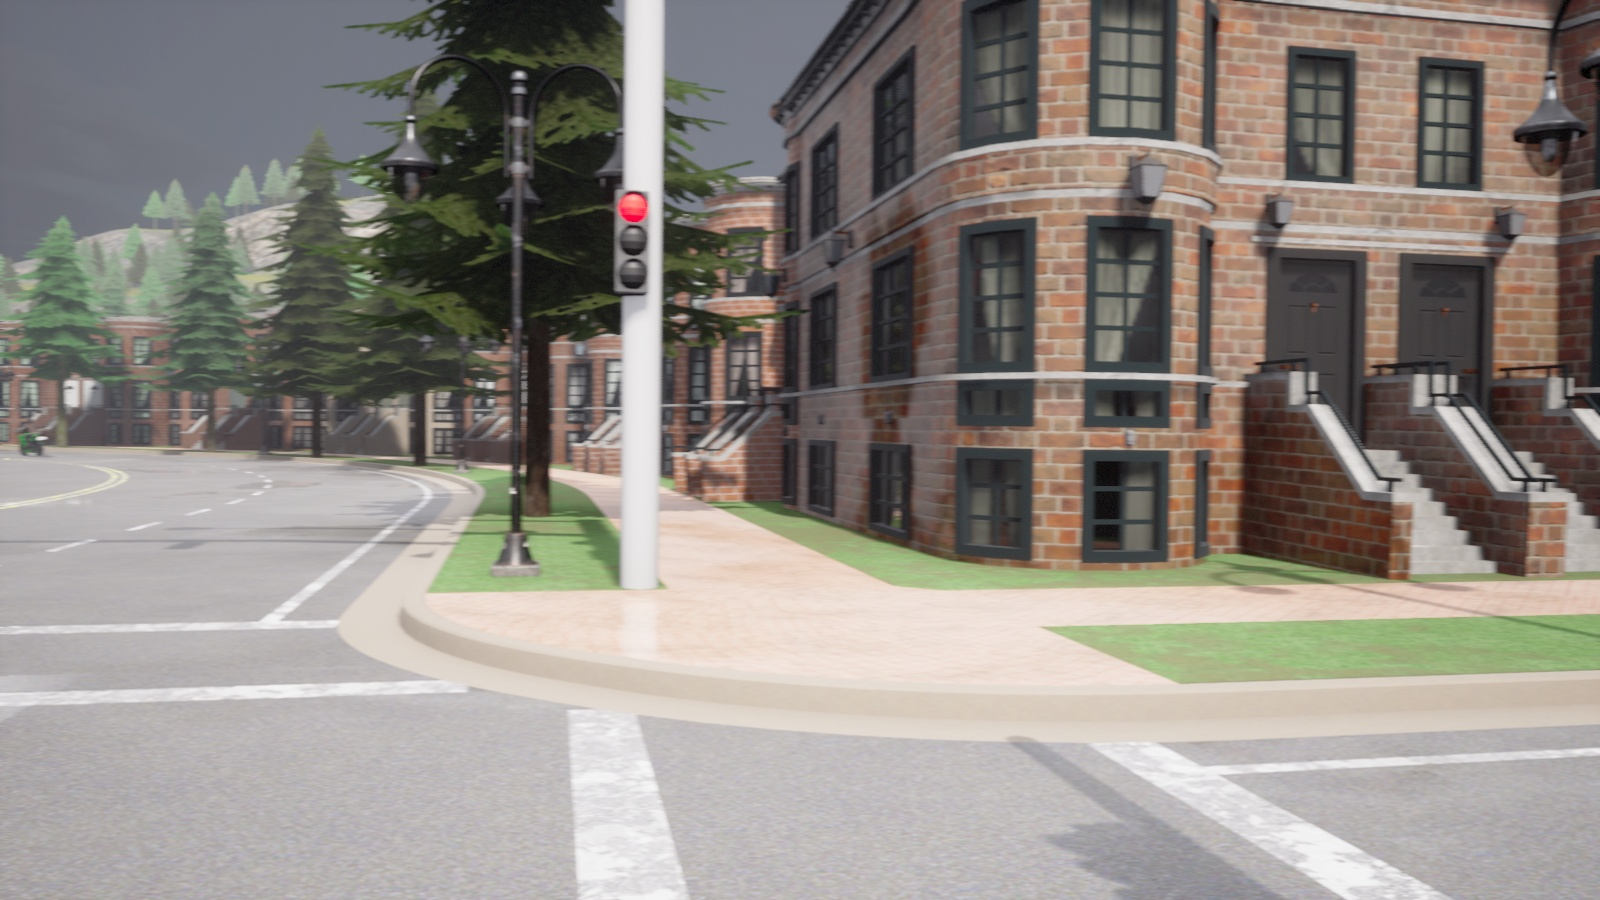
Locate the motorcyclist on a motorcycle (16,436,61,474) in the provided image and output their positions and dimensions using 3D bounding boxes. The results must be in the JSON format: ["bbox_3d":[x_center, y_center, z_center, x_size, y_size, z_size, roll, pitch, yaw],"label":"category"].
[{"bbox_3d":[-30.879,0.186,50.911,2.044,1.523,0.797,0,2,36],"label":"motorcyclist on a motorcycle"}]
